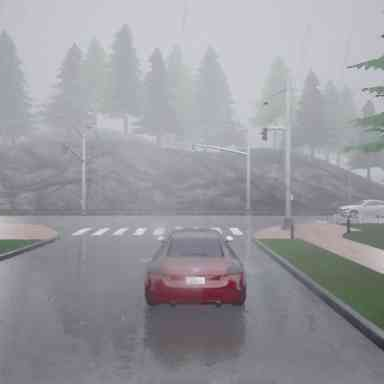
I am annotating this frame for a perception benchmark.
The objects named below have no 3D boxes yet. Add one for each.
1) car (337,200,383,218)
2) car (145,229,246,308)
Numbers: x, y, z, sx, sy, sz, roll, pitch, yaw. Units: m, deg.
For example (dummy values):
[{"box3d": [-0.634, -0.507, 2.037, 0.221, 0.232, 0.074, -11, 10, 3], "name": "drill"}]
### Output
[{"box3d": [14.352, 1.366, 27.157, 4.674, 1.442, 1.812, 0, 0, 0], "name": "car"}, {"box3d": [0.079, 1.565, 8.000, 1.994, 1.385, 4.181, 0, 0, 0], "name": "car"}]
